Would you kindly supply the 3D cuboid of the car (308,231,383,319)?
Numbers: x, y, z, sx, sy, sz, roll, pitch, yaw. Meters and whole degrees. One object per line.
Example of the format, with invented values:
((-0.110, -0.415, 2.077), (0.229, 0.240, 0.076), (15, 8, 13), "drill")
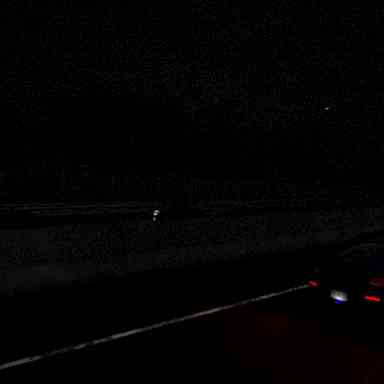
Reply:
((4.292, 1.532, 6.808), (4.674, 1.442, 1.812), (0, 0, -35), "car")

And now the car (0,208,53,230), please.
((-8.906, 1.480, 14.818), (5.008, 1.535, 1.882), (0, 0, -35), "car")

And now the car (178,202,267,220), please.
((1.969, 1.489, 18.181), (5.008, 1.535, 1.882), (0, 0, -35), "car")

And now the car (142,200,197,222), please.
((-1.340, 1.405, 24.409), (4.553, 1.767, 2.097), (0, 0, -35), "car")
